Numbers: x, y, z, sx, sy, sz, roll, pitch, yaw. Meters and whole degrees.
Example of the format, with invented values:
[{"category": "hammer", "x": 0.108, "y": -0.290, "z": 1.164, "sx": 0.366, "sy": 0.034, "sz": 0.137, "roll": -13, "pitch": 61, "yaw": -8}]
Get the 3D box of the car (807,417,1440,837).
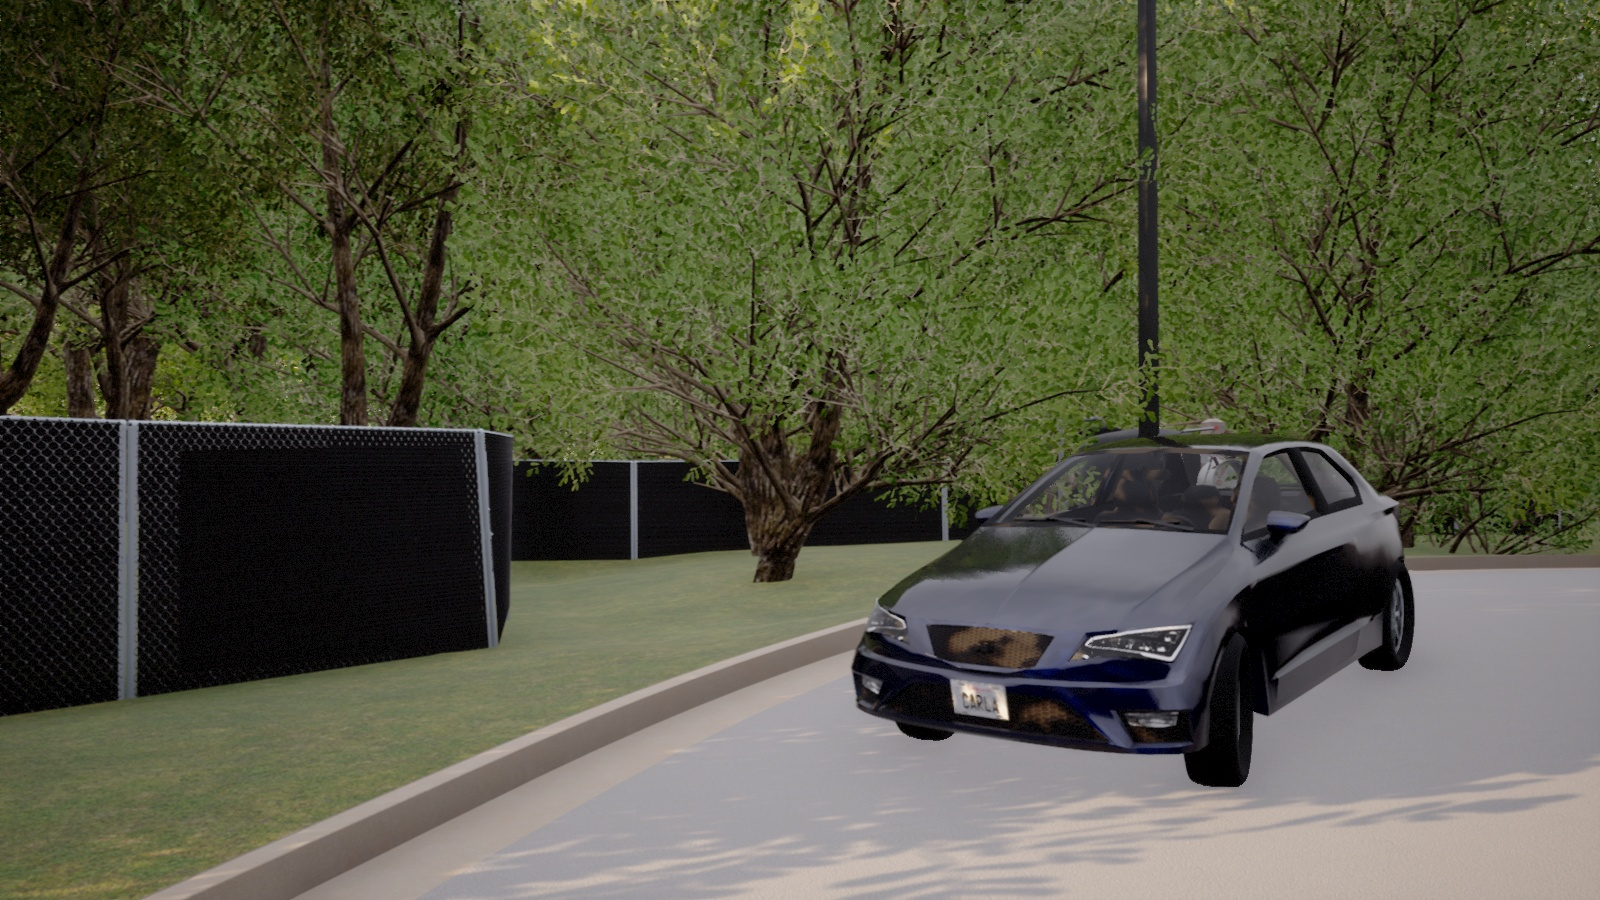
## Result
[{"category": "car", "x": 2.081, "y": 0.654, "z": 7.014, "sx": 1.816, "sy": 1.474, "sz": 4.193, "roll": -1, "pitch": 2, "yaw": 39}]
